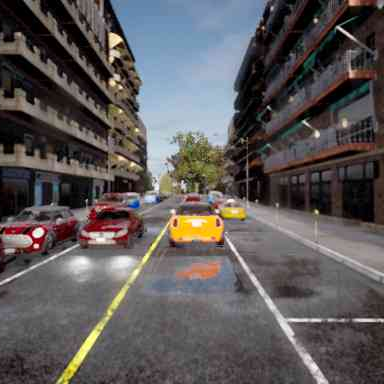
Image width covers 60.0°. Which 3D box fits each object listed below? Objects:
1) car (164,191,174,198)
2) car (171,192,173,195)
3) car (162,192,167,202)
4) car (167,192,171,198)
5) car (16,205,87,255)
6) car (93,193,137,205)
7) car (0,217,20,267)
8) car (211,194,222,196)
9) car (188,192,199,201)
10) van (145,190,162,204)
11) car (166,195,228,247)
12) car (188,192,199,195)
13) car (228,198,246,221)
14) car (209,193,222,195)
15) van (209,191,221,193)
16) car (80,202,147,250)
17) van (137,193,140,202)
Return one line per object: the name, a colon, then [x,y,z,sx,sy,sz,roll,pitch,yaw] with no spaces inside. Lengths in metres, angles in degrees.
car: [-5.588,0.575,80.290,2.008,1.369,4.403,1,1,0]
car: [-5.521,0.707,68.972,2.008,1.369,4.403,1,1,0]
car: [-5.556,0.674,51.984,2.192,1.841,5.009,1,1,0]
car: [-5.534,0.789,63.310,1.947,1.339,4.313,1,1,0]
car: [-5.649,1.285,12.358,1.967,1.590,4.097,1,1,0]
car: [-5.621,1.020,23.679,2.192,1.841,5.009,1,1,0]
car: [-5.664,1.460,6.697,1.887,1.381,4.507,1,1,0]
car: [2.772,1.180,29.284,1.887,1.381,4.507,1,1,0]
car: [0.240,0.784,60.261,1.812,1.442,4.674,0,1,0]
van: [-5.570,0.769,46.323,1.690,1.788,3.998,1,1,0]
car: [0.139,1.172,14.304,2.097,1.767,4.553,0,1,-1]
car: [0.197,0.951,42.504,1.882,1.535,5.008,0,1,0]
car: [2.757,1.228,23.793,1.752,1.417,4.829,1,1,0]
car: [2.789,1.131,34.946,1.947,1.339,4.313,1,1,0]
van: [2.784,0.837,40.604,1.690,1.788,3.998,1,1,0]
car: [-3.082,1.354,13.624,1.812,1.442,4.674,0,1,0]
van: [-5.609,0.976,29.340,1.690,1.788,3.998,1,1,0]
